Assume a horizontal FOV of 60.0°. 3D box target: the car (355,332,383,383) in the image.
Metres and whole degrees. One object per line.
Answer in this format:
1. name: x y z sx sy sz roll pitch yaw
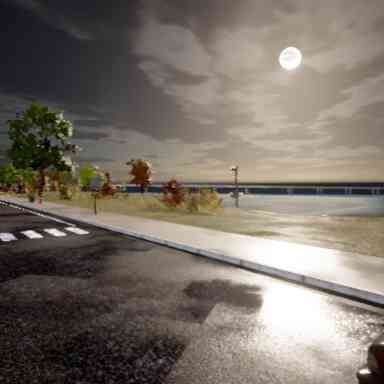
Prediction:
1. car: 3.775 1.477 1.530 2.033 1.411 5.357 -1 2 -36
